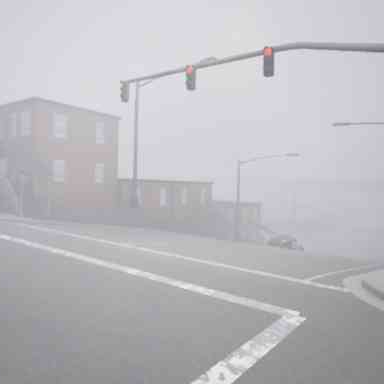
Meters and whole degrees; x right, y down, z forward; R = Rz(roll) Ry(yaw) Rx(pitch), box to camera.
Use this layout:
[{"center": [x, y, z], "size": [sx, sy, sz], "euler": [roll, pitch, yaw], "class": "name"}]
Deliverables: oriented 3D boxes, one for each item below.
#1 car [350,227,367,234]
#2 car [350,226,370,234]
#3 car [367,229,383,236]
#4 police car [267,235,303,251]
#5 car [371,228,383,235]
[{"center": [39.023, 8.853, 77.195], "size": [2.038, 1.542, 4.974], "euler": [1, 1, -9], "class": "car"}, {"center": [39.019, 8.695, 77.242], "size": [1.853, 1.218, 4.536], "euler": [1, 1, -9], "class": "car"}, {"center": [42.685, 9.016, 74.401], "size": [4.974, 1.542, 2.038], "euler": [2, 1, 1], "class": "car"}, {"center": [8.499, 4.657, 30.327], "size": [2.038, 1.542, 4.974], "euler": [3, -14, 37], "class": "police car"}, {"center": [42.741, 8.860, 74.397], "size": [4.536, 1.218, 1.853], "euler": [2, 1, 1], "class": "car"}]
